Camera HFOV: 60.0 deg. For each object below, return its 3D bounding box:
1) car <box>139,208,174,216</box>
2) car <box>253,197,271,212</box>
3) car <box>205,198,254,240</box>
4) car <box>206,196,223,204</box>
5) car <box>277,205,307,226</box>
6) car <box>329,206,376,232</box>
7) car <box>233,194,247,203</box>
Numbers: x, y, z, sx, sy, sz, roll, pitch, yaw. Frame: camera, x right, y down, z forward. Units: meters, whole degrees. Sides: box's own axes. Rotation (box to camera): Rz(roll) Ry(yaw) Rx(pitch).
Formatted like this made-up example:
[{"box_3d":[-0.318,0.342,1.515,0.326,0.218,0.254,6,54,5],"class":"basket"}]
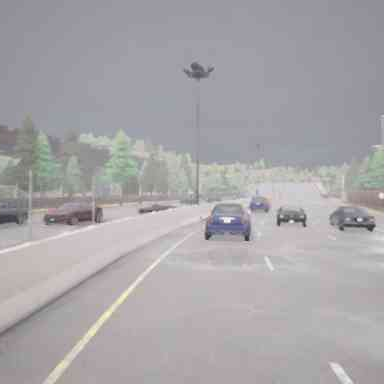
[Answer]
[{"box_3d":[-2.933,1.532,27.877,1.895,1.301,4.718,0,0,16],"class":"car"},{"box_3d":[7.791,1.328,38.059,2.097,1.767,4.553,0,0,18],"class":"car"},{"box_3d":[1.956,1.331,17.033,2.097,1.767,4.553,0,0,10],"class":"car"},{"box_3d":[4.237,1.459,61.773,2.033,1.411,5.357,0,0,18],"class":"car"},{"box_3d":[6.934,1.599,23.383,1.895,1.301,4.718,0,0,15],"class":"car"},{"box_3d":[9.809,1.568,20.649,2.033,1.411,5.357,0,0,14],"class":"car"},{"box_3d":[9.813,1.250,67.646,2.097,1.767,4.553,0,0,18],"class":"car"}]
